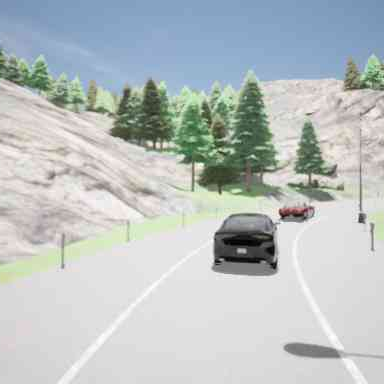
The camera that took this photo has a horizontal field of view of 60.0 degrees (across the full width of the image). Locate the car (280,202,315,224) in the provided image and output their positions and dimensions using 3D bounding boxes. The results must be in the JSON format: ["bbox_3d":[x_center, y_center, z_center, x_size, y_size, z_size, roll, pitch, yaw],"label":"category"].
[{"bbox_3d":[8.228,1.391,25.766,1.895,1.301,4.718,0,1,30],"label":"car"}]

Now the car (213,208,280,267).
[{"bbox_3d":[1.983,1.451,11.493,1.882,1.535,5.008,0,0,14],"label":"car"}]
